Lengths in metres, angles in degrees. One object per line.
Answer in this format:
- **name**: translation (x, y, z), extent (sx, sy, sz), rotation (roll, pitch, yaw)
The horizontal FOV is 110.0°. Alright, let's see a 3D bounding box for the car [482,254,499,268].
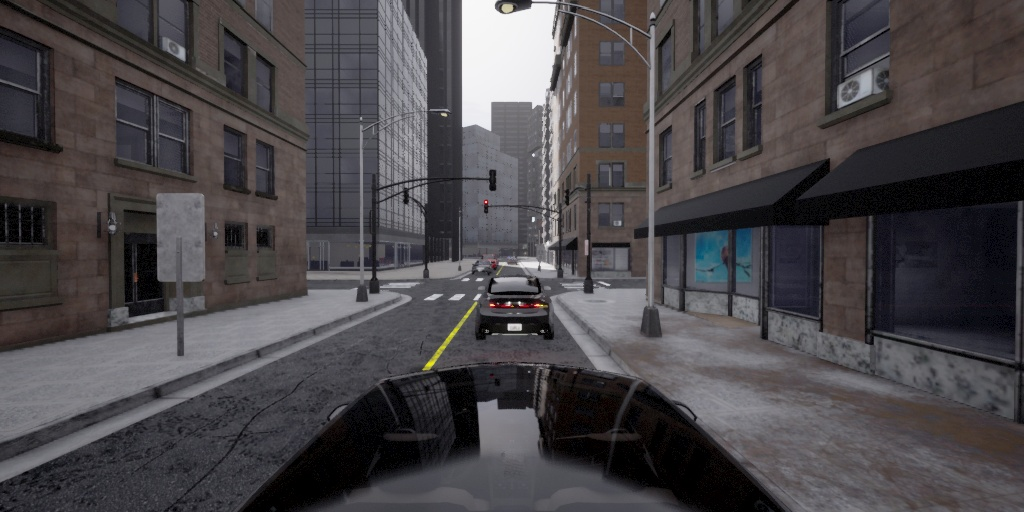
- **car**: translation (-3.151, 0.809, 48.266), extent (2.150, 2.045, 5.566), rotation (0, 1, 0)

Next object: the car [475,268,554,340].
- **car**: translation (0.070, 1.252, 9.972), extent (1.837, 1.490, 4.892), rotation (0, 0, 0)

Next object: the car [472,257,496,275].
- **car**: translation (-3.134, 1.163, 37.962), extent (2.128, 1.511, 4.902), rotation (0, 0, 0)
